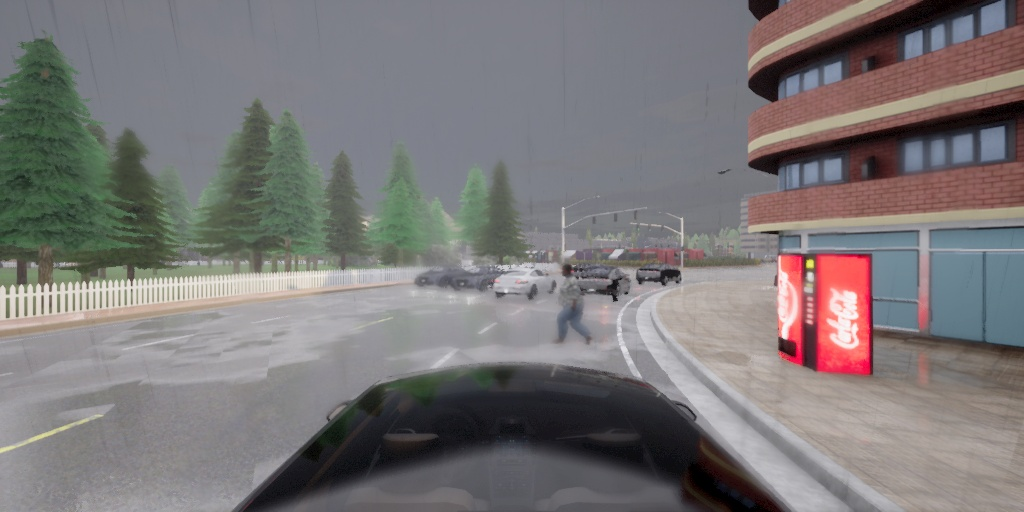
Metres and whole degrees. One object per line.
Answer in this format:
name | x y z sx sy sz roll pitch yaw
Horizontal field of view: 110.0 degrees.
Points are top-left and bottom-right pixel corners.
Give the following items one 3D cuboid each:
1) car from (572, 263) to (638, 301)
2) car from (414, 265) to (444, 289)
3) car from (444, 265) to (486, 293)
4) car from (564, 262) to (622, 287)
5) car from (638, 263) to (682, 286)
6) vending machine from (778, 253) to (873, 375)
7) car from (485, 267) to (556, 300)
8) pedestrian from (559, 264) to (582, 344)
car | 4.501 1.235 17.358 2.128 1.511 4.902 0 0 27
car | -4.357 1.308 23.337 1.994 1.385 4.181 0 0 30
car | -1.711 1.308 20.965 1.994 1.385 4.181 0 0 29
car | 5.850 1.235 25.531 2.128 1.511 4.902 0 0 38
car | 10.391 1.235 25.205 2.128 1.511 4.902 0 0 41
vending machine | 5.293 0.944 6.151 1.100 2.100 0.880 0 0 10
car | 0.728 1.271 17.637 1.812 1.442 4.674 0 0 25
pedestrian | 1.290 1.042 7.926 0.375 1.860 0.375 0 0 12
